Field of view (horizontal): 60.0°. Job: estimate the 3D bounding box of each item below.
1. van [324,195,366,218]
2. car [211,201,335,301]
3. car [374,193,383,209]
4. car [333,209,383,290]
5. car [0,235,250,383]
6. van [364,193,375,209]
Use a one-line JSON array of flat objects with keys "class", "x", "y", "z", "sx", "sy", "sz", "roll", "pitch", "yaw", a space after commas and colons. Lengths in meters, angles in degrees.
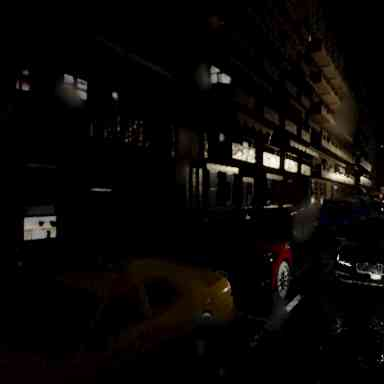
[{"class": "van", "x": 8.046, "y": 1.222, "z": 17.924, "sx": 1.690, "sy": 1.788, "sz": 3.998, "roll": 1, "pitch": 1, "yaw": 33}, {"class": "car", "x": 1.975, "y": 1.276, "z": 8.681, "sx": 2.192, "sy": 1.841, "sz": 5.009, "roll": 1, "pitch": 1, "yaw": 33}, {"class": "car", "x": 17.156, "y": 1.093, "z": 31.791, "sx": 2.192, "sy": 1.841, "sz": 5.009, "roll": 1, "pitch": 1, "yaw": 33}, {"class": "car", "x": 5.046, "y": 1.434, "z": 8.720, "sx": 1.837, "sy": 1.490, "sz": 4.892, "roll": 0, "pitch": 0, "yaw": 34}, {"class": "car", "x": -1.158, "y": 1.530, "z": 3.919, "sx": 1.752, "sy": 1.417, "sz": 4.829, "roll": 1, "pitch": 1, "yaw": 33}, {"class": "van", "x": 11.083, "y": 1.187, "z": 22.548, "sx": 1.690, "sy": 1.788, "sz": 3.998, "roll": 1, "pitch": 1, "yaw": 33}]
